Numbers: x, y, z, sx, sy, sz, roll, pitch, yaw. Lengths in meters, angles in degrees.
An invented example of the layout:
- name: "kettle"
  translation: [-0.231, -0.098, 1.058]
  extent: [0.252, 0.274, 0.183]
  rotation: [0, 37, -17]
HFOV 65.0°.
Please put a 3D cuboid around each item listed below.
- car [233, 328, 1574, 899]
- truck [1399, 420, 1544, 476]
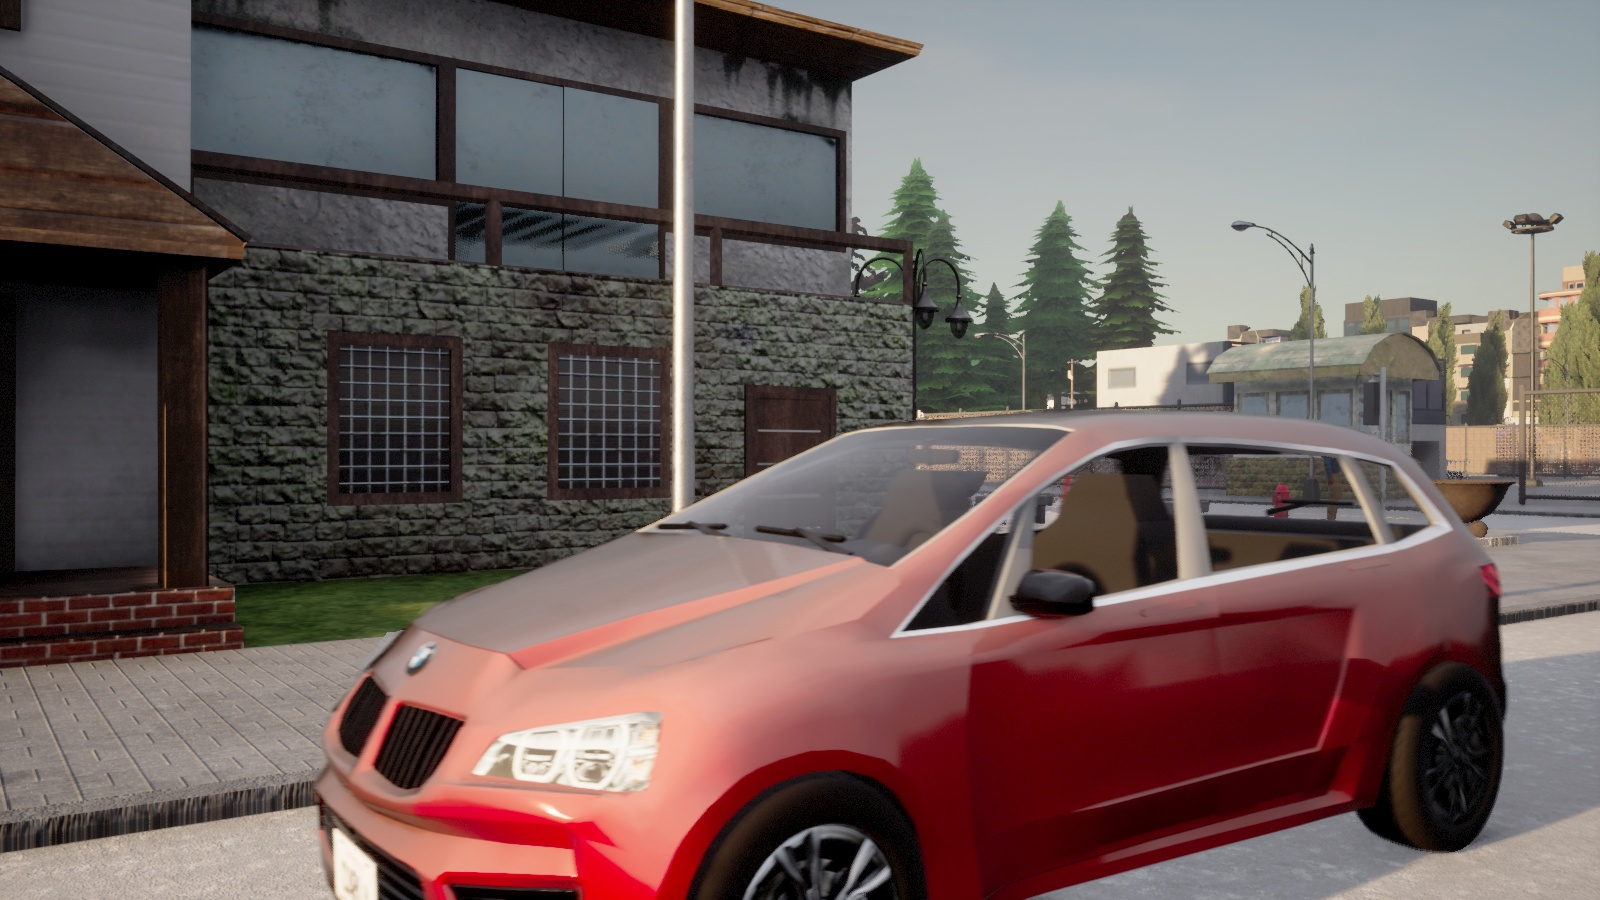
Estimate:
- name: "car"
  translation: [0.597, 0.599, 4.684]
  extent: [4.611, 1.667, 2.242]
  rotation: [0, 0, -35]
- name: "truck"
  translation: [43.817, -0.131, 82.114]
  extent: [7.936, 3.462, 2.891]
  rotation: [0, 0, 42]
